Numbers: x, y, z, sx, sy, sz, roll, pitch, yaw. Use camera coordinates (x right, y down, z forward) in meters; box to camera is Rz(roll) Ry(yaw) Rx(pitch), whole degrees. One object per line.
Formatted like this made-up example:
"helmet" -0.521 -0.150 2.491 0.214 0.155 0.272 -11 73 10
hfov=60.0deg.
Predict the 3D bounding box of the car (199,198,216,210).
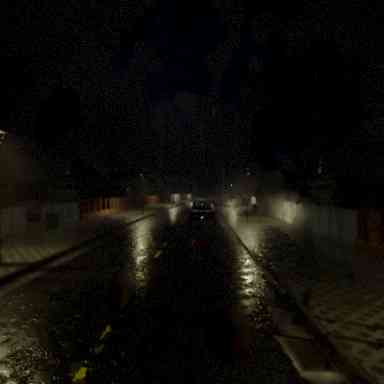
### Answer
"car" 1.973 1.474 41.513 1.895 1.301 4.718 0 0 5

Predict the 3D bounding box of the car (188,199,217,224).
"car" 0.762 1.413 23.677 2.128 1.511 4.902 0 0 3
